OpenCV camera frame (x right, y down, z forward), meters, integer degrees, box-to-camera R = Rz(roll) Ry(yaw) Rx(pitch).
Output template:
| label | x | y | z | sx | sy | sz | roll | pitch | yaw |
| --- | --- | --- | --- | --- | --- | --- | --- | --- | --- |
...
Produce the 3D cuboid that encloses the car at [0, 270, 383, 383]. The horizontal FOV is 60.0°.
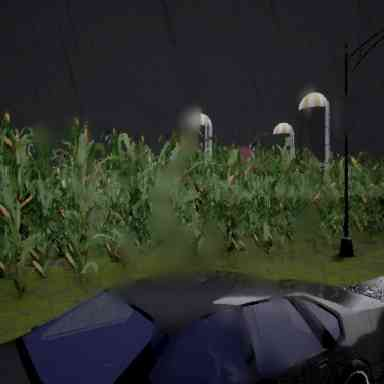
| label | x | y | z | sx | sy | sz | roll | pitch | yaw |
| --- | --- | --- | --- | --- | --- | --- | --- | --- | --- |
| car | -0.106 | 1.548 | 2.996 | 5.357 | 1.411 | 2.033 | 0 | 0 | -35 |
